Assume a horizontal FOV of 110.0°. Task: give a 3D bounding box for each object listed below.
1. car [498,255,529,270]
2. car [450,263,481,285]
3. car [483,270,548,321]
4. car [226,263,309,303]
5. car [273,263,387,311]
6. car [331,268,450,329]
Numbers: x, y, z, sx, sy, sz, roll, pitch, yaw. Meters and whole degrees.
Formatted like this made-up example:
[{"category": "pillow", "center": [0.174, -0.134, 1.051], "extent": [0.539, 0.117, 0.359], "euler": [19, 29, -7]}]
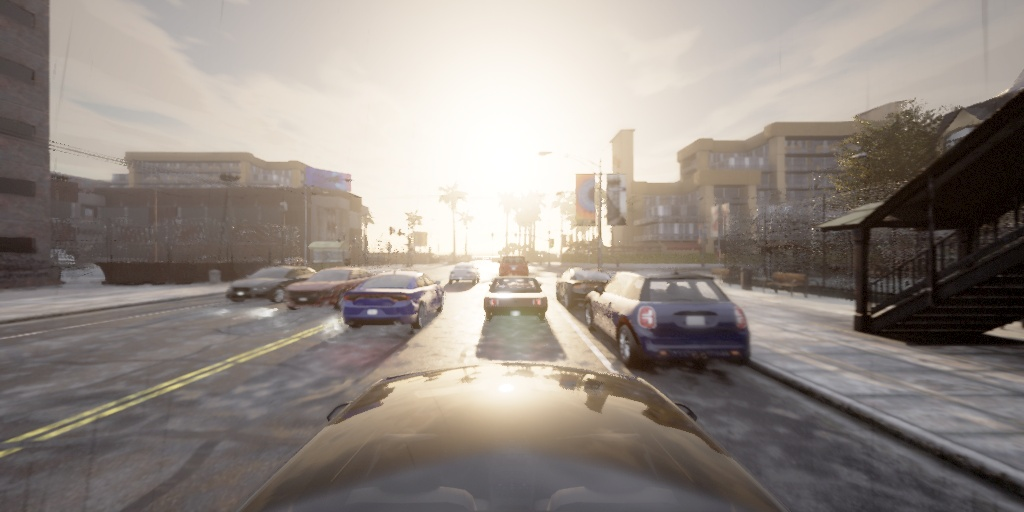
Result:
[{"category": "car", "center": [0.116, 0.924, 26.881], "extent": [2.150, 2.045, 5.566], "euler": [0, 0, 0]}, {"category": "car", "center": [-3.390, 1.229, 25.879], "extent": [1.812, 1.442, 4.674], "euler": [0, 0, 0]}, {"category": "car", "center": [0.105, 1.330, 12.347], "extent": [1.895, 1.301, 4.718], "euler": [0, 0, 0]}, {"category": "car", "center": [-10.539, 1.227, 16.392], "extent": [1.837, 1.490, 4.892], "euler": [0, 0, 1]}, {"category": "car", "center": [-7.052, 1.202, 14.629], "extent": [1.882, 1.535, 5.008], "euler": [0, 0, 0]}, {"category": "car", "center": [-3.394, 1.209, 11.200], "extent": [1.882, 1.535, 5.008], "euler": [0, 0, 0]}]
